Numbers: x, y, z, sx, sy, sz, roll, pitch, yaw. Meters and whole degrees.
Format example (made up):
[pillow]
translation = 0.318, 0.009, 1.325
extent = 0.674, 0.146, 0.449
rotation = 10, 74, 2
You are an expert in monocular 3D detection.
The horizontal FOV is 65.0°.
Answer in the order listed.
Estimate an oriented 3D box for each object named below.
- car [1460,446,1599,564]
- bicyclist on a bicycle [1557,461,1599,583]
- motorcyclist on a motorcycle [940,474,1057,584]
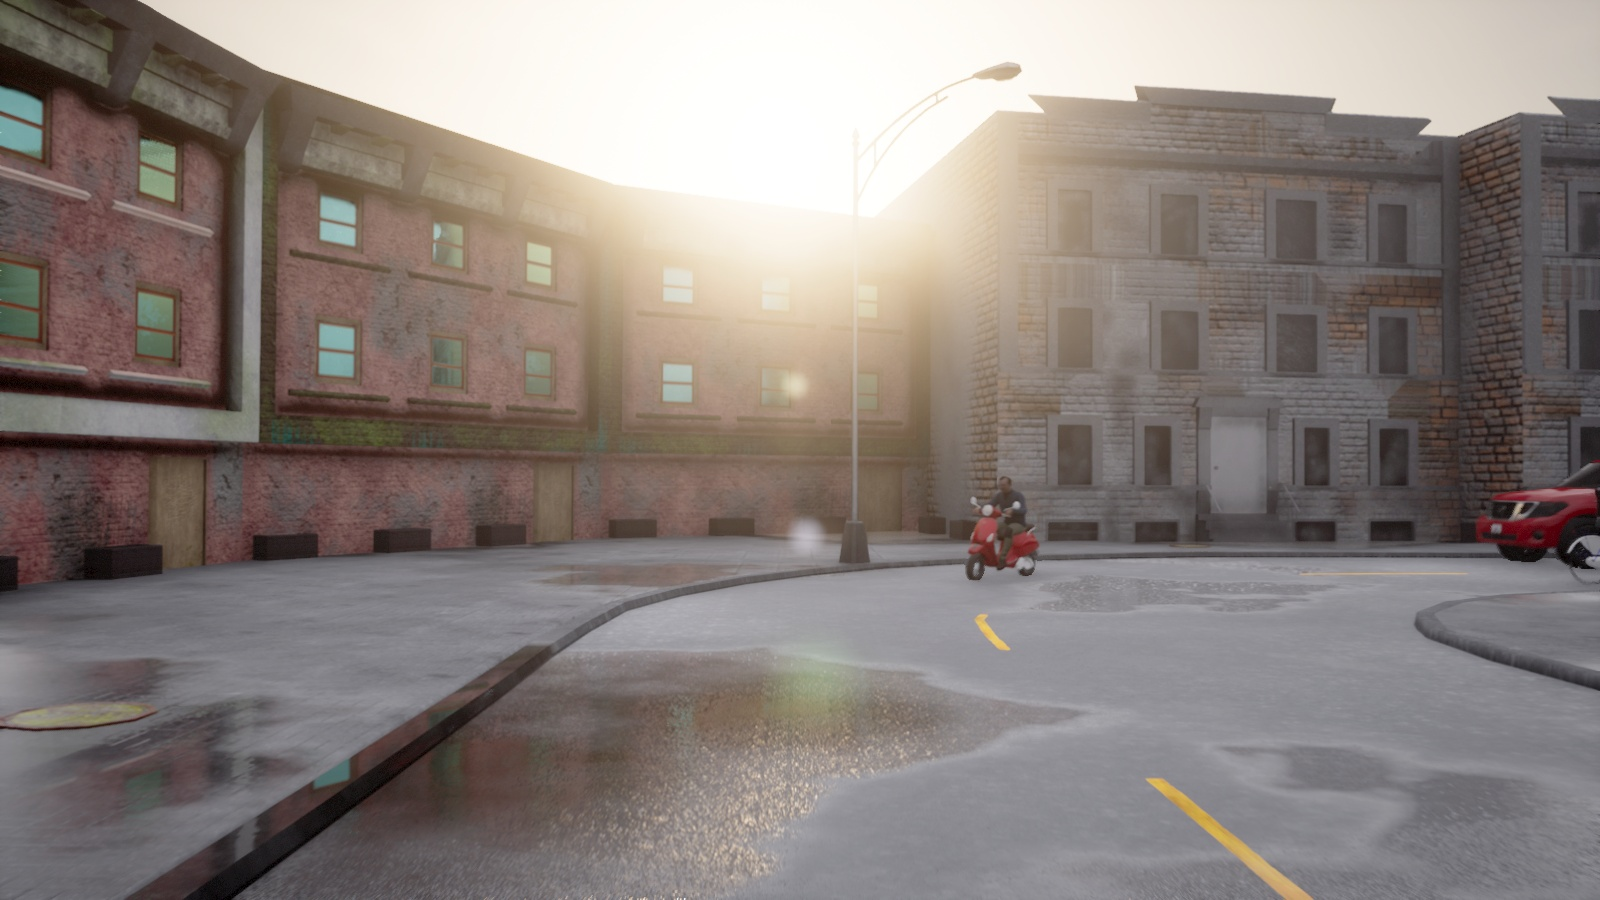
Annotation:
[car]
translation = 15.392, 0.969, 22.906
extent = 5.566, 2.045, 2.150
rotation = 0, -1, 0
[bicyclist on a bicycle]
translation = 12.374, 1.043, 18.699
extent = 1.843, 1.776, 0.659
rotation = 0, 0, -5
[motorcyclist on a motorcycle]
translation = 3.089, 1.181, 19.423
extent = 0.866, 1.590, 1.817
rotation = 1, 0, 45
